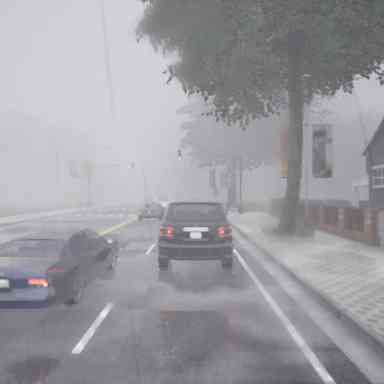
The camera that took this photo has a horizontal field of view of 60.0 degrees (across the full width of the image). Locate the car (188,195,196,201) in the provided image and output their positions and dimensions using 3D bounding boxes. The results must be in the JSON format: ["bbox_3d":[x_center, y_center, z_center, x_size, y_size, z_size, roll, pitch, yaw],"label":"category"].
[{"bbox_3d":[0.004,1.512,81.420,1.812,1.442,4.674,0,0,0],"label":"car"}]

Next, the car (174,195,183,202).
[{"bbox_3d":[-3.245,1.511,81.009,2.128,1.511,4.902,0,0,0],"label":"car"}]

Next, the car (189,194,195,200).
[{"bbox_3d":[0.005,1.392,91.428,1.812,1.442,4.674,0,0,0],"label":"car"}]

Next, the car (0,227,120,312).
[{"bbox_3d":[-3.150,1.545,7.977,2.033,1.411,5.357,0,0,0],"label":"car"}]

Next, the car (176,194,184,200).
[{"bbox_3d":[-3.245,1.408,91.427,2.033,1.411,5.357,0,0,0],"label":"car"}]

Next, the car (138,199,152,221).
[{"bbox_3d":[-3.149,1.545,26.745,2.033,1.411,5.357,0,0,0],"label":"car"}]

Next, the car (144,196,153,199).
[{"bbox_3d":[-9.746,1.526,74.786,1.812,1.442,4.674,0,0,0],"label":"car"}]

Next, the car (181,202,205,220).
[{"bbox_3d":[0.102,1.599,28.829,1.895,1.301,4.718,0,0,0],"label":"car"}]

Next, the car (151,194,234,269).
[{"bbox_3d":[0.101,1.218,11.292,2.150,2.045,5.566,0,0,0],"label":"car"}]
